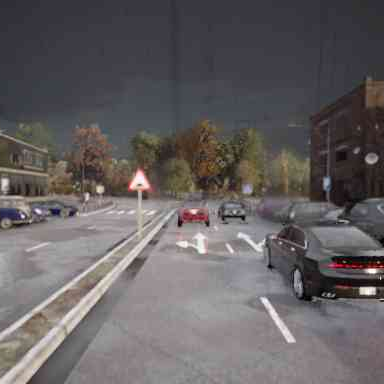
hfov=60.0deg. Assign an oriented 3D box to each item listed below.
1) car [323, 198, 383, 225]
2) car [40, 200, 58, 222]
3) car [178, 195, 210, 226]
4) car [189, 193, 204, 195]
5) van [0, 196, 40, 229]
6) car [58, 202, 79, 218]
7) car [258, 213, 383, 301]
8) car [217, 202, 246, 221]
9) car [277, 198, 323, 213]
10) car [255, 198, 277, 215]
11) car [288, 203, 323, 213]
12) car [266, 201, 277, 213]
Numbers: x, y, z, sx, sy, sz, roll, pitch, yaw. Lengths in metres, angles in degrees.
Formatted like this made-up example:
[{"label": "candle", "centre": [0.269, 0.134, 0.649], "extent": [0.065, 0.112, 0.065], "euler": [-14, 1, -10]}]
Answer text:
[{"label": "car", "centre": [7.668, 1.220, 10.941], "extent": [5.566, 2.045, 2.435], "euler": [0, 0, 0]}, {"label": "car", "centre": [-12.548, 1.334, 23.898], "extent": [4.553, 1.767, 2.185], "euler": [0, 0, 0]}, {"label": "car", "centre": [0.097, 1.316, 23.425], "extent": [2.097, 1.767, 4.553], "euler": [0, 0, 0]}, {"label": "car", "centre": [0.606, 1.107, 39.323], "extent": [2.150, 2.045, 5.566], "euler": [0, 0, 5]}, {"label": "van", "centre": [-12.402, 1.245, 20.990], "extent": [4.442, 1.987, 1.878], "euler": [0, 0, 0]}, {"label": "car", "centre": [-12.483, 1.459, 29.334], "extent": [4.792, 1.488, 2.163], "euler": [0, 0, 0]}, {"label": "car", "centre": [3.100, 1.498, 8.284], "extent": [1.837, 1.490, 4.892], "euler": [0, 0, 0]}, {"label": "car", "centre": [3.108, 1.506, 26.796], "extent": [2.033, 1.411, 5.357], "euler": [0, 0, 0]}, {"label": "car", "centre": [7.608, 1.337, 19.217], "extent": [4.553, 1.767, 2.185], "euler": [0, 0, 0]}, {"label": "car", "centre": [7.608, 1.308, 27.493], "extent": [4.553, 1.767, 2.185], "euler": [0, 0, 0]}, {"label": "car", "centre": [7.646, 1.469, 16.455], "extent": [4.892, 1.521, 2.231], "euler": [0, 0, 0]}, {"label": "car", "centre": [7.637, 1.494, 21.975], "extent": [4.674, 1.452, 2.002], "euler": [0, 0, 0]}]
